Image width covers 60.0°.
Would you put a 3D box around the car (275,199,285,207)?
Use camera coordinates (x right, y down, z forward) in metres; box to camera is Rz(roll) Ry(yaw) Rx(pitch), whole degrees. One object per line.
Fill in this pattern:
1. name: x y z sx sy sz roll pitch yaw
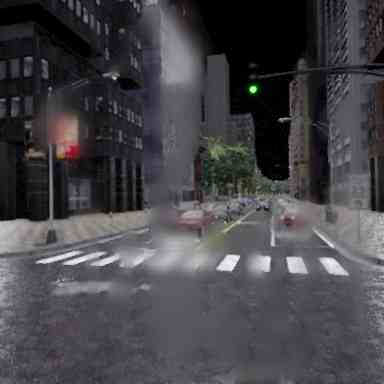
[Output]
1. car: 18.344 2.231 69.451 1.967 1.590 4.097 -1 -1 14

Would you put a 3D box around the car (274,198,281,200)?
1. car: 14.487 2.116 53.815 1.752 1.417 4.829 -1 -1 14

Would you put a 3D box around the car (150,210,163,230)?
1. car: -1.625 1.934 24.092 1.947 1.339 4.313 -1 -1 14

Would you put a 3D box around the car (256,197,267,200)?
1. car: 12.736 2.184 58.236 2.128 1.511 4.902 -1 -1 14

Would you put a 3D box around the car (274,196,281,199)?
1. car: 17.044 2.163 64.184 1.967 1.590 4.097 -1 -1 14

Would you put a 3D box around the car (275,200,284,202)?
1. car: 7.947 1.705 27.318 1.967 1.590 4.097 -1 -1 14

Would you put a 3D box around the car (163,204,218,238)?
1. car: 0.095 1.751 19.916 1.882 1.535 5.008 -1 -1 13

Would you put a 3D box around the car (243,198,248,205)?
1. car: 10.068 2.273 71.505 2.192 1.841 5.009 -1 -1 14

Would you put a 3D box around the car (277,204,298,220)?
1. car: 9.249 1.911 32.582 1.802 1.307 4.206 -1 -1 14

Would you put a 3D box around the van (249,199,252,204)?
1. van: 13.969 2.505 87.307 1.690 1.788 3.998 -1 -1 14

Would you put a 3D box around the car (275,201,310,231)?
1. car: 6.647 1.642 22.051 1.967 1.590 4.097 -1 -1 14

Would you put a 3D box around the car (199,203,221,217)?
1. car: 2.233 2.083 39.730 1.752 1.417 4.829 -1 -1 14

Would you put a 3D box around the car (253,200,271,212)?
1. car: 10.349 2.172 48.557 1.895 1.301 4.718 -1 -1 14

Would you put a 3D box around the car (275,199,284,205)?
1. car: 20.945 2.479 79.982 2.008 1.369 4.403 -1 -1 14

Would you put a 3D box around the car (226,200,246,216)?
1. car: 5.060 2.021 39.958 1.837 1.490 4.892 -1 -1 14

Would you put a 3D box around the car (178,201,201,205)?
1. car: -0.331 1.747 29.364 2.192 1.841 5.009 -1 -1 14

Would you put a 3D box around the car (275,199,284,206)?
1. car: 19.644 2.404 74.716 1.887 1.381 4.507 -1 -1 14

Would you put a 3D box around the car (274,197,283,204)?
1. car: 23.540 2.380 90.520 2.192 1.841 5.009 -1 -1 14

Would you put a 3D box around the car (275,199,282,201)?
1. car: 11.847 2.002 43.116 1.887 1.381 4.507 -1 -1 14

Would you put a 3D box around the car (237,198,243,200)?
1. car: 7.469 2.138 60.970 2.192 1.841 5.009 -1 -1 14

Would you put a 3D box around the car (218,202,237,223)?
1. car: 2.578 1.899 29.928 1.837 1.490 4.892 -1 -1 14
